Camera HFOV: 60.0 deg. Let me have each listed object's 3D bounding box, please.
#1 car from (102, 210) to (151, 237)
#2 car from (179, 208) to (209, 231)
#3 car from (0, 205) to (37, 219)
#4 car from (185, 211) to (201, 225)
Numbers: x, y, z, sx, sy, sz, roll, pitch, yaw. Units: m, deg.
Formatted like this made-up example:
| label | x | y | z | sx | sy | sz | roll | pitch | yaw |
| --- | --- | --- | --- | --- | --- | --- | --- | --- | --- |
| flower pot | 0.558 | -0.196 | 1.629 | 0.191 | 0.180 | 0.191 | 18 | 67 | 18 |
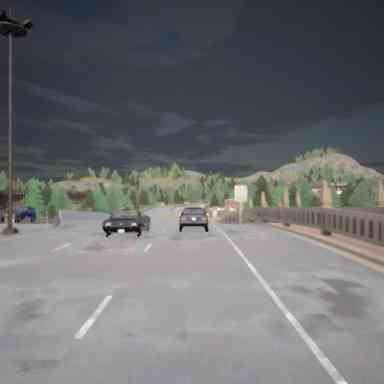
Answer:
| label | x | y | z | sx | sy | sz | roll | pitch | yaw |
| --- | --- | --- | --- | --- | --- | --- | --- | --- | --- |
| car | -3.399 | 1.651 | 18.195 | 1.895 | 1.301 | 4.718 | 0 | -2 | 0 |
| car | 0.101 | 1.713 | 21.617 | 2.033 | 1.411 | 5.357 | 0 | -2 | 0 |
| car | -20.998 | 2.635 | 40.616 | 2.150 | 2.045 | 5.566 | 0 | -7 | 0 |
| car | 0.101 | 3.140 | 40.110 | 1.837 | 1.490 | 4.892 | 0 | -7 | 0 |
